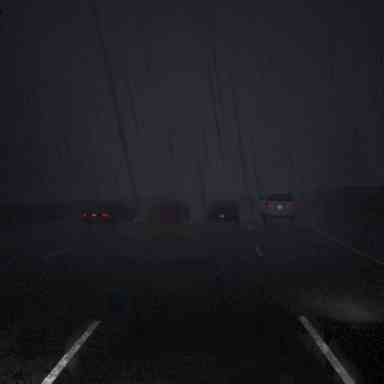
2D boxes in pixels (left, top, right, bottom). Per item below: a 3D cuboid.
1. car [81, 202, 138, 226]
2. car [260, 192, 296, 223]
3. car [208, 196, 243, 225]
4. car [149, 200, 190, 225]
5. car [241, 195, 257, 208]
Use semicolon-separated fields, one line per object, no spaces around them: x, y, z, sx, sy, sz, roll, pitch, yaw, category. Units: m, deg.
-5.066;1.324;21.136;2.033;1.411;5.357;0;1;9;car
6.053;0.973;23.574;2.150;2.045;5.566;0;1;11;car
2.226;1.243;22.082;1.882;1.535;5.008;0;1;10;car
-1.354;1.246;21.874;1.882;1.535;5.008;0;1;9;car
6.573;1.072;39.619;2.128;1.511;4.902;0;1;17;car
